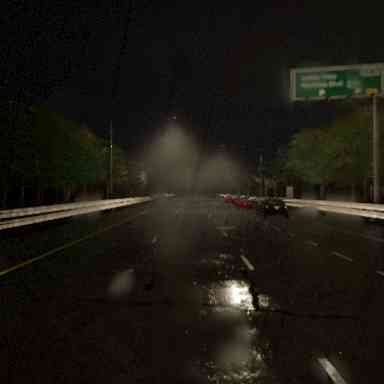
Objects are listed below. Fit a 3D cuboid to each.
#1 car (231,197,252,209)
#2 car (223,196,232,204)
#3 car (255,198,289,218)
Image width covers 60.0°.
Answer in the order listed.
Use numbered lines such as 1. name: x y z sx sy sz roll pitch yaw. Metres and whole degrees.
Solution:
1. car: 7.034 1.558 46.216 1.994 1.385 4.181 0 0 0
2. car: 7.048 1.517 63.826 1.812 1.442 4.674 0 0 0
3. car: 7.021 1.346 29.627 2.097 1.767 4.553 0 0 0
